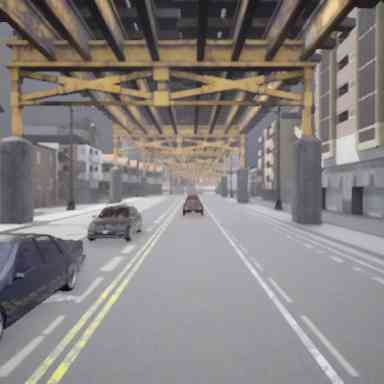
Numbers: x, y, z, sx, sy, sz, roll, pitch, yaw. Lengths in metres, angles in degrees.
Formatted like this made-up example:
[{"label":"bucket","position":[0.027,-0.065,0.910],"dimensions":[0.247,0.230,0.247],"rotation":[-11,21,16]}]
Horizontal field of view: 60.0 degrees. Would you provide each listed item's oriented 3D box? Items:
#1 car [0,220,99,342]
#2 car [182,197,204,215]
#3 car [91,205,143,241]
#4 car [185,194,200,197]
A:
[{"label":"car","position":[-3.594,1.519,6.184],"dimensions":[2.033,1.411,5.357],"rotation":[0,0,0]},{"label":"car","position":[0.100,1.370,30.301],"dimensions":[1.895,1.301,4.718],"rotation":[0,1,0]},{"label":"car","position":[-3.590,1.418,16.217],"dimensions":[1.837,1.490,4.892],"rotation":[0,0,0]},{"label":"car","position":[0.094,1.022,45.397],"dimensions":[1.882,1.535,5.008],"rotation":[0,1,0]}]
